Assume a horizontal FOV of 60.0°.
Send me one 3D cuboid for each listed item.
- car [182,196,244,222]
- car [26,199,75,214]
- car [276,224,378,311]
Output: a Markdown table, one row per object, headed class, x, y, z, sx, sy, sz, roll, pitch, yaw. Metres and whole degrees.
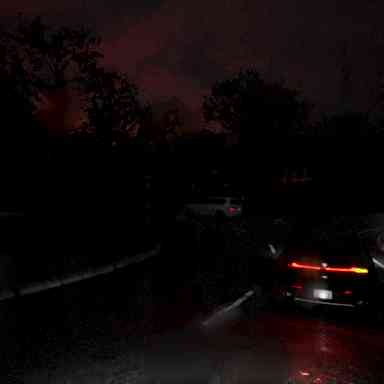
| class | x | y | z | sx | sy | sz | roll | pitch | yaw |
| --- | --- | --- | --- | --- | --- | --- | --- | --- | --- |
| car | 1.753 | 1.394 | 28.754 | 5.566 | 2.045 | 2.150 | 2 | 2 | 37 |
| car | -14.691 | 1.508 | 34.604 | 4.902 | 1.511 | 2.128 | 0 | 0 | 7 |
| car | 3.229 | 1.540 | 8.013 | 1.837 | 1.490 | 4.892 | 0 | 0 | 23 |
